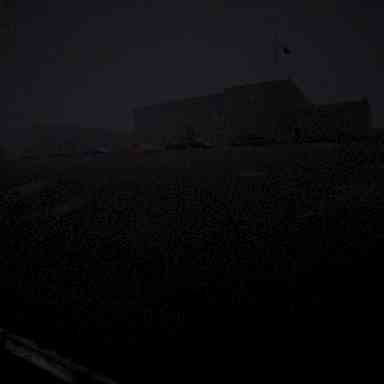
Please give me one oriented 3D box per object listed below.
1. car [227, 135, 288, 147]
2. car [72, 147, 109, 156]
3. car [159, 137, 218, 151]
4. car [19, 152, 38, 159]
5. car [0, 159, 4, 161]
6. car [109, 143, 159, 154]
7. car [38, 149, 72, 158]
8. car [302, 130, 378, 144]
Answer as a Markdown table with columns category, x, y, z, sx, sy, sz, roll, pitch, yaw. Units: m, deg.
| category | x | y | z | sx | sy | sz | roll | pitch | yaw |
| --- | --- | --- | --- | --- | --- | --- | --- | --- | --- |
| car | 4.965 | -3.521 | 24.940 | 4.792 | 1.488 | 2.163 | 1 | 1 | 29 |
| car | -9.493 | -3.810 | 33.488 | 4.674 | 1.452 | 2.002 | 1 | 1 | 33 |
| car | -0.028 | -3.778 | 27.741 | 4.553 | 1.767 | 2.185 | 1 | 1 | 31 |
| car | -18.705 | -4.019 | 39.618 | 4.892 | 1.521 | 2.231 | 1 | 0 | 34 |
| car | -27.746 | -4.270 | 45.777 | 4.553 | 1.767 | 2.185 | 1 | 0 | 34 |
| car | -4.781 | -3.751 | 30.558 | 5.008 | 1.535 | 2.097 | 1 | 1 | 32 |
| car | -14.139 | -3.943 | 36.517 | 4.892 | 1.521 | 2.231 | 1 | 1 | 34 |
| car | 9.828 | -3.413 | 22.332 | 4.674 | 1.452 | 2.002 | 1 | 1 | 28 |
